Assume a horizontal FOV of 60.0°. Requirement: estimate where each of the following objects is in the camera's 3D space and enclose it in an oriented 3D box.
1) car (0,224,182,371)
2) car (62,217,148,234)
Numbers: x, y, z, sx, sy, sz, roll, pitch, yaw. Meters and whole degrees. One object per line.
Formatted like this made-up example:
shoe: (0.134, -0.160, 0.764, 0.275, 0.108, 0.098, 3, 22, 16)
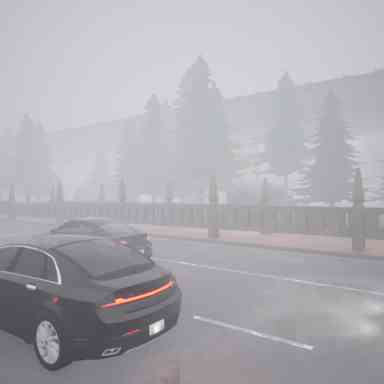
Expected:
car: (-2.428, 1.505, 5.721, 4.892, 1.490, 1.837, 0, 0, 35)
car: (-3.320, 1.526, 10.651, 4.674, 1.442, 1.812, 0, 0, 35)
